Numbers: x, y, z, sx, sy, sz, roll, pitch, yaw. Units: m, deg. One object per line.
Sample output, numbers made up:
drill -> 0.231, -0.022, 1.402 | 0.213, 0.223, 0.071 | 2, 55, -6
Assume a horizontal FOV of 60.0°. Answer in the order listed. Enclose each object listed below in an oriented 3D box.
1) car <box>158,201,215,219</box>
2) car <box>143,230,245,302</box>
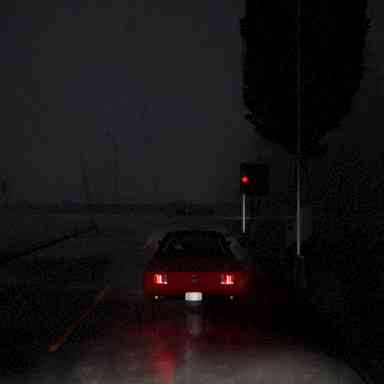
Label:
car -> -0.439, 1.488, 28.751 | 4.902, 1.511, 2.128 | 0, 0, 0
car -> 0.062, 1.600, 8.235 | 1.895, 1.301, 4.718 | 0, 0, 1
